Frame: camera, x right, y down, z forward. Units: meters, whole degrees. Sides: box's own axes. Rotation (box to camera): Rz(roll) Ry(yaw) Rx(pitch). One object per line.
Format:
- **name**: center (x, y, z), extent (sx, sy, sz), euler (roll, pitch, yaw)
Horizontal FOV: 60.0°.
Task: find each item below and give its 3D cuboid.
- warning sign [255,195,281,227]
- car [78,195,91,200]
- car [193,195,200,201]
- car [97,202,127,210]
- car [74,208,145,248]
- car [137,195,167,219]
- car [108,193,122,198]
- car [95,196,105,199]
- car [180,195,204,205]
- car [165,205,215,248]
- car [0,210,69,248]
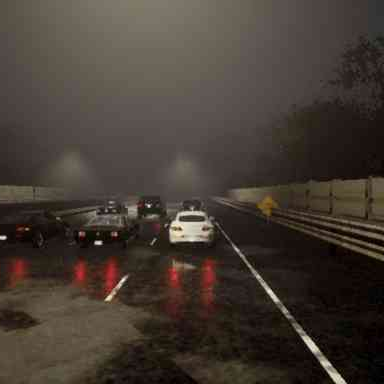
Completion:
- **warning sign**: center (4.549, 1.121, 19.907), extent (1.300, 1.860, 1.060), euler (0, 0, 0)
- **car**: center (-24.500, 1.563, 75.958), extent (1.837, 1.490, 4.892), euler (0, 0, 0)
- **car**: center (1.225, 1.602, 90.096), extent (1.801, 1.575, 5.366), euler (0, 0, 0)
- **car**: center (-7.000, 1.580, 29.651), extent (2.033, 1.411, 5.357), euler (0, 0, 0)
- **car**: center (-3.500, 1.620, 14.680), extent (1.895, 1.301, 4.718), euler (0, 0, 0)
- **car**: center (-3.500, 1.275, 29.681), extent (2.150, 2.045, 5.566), euler (0, 0, 0)
- **car**: center (-17.499, 1.288, 75.929), extent (2.150, 2.045, 5.566), euler (0, 0, 0)
- **car**: center (-21.000, 1.587, 75.958), extent (1.812, 1.442, 4.674), euler (0, 0, 0)
- **car**: center (0.000, 1.383, 29.621), extent (2.097, 1.767, 4.553), euler (0, 0, 0)
- **car**: center (0.000, 1.537, 14.650), extent (1.812, 1.442, 4.674), euler (0, 0, 0)
- **car**: center (-7.000, 1.536, 14.650), extent (1.812, 1.442, 4.674), euler (0, 0, 0)
